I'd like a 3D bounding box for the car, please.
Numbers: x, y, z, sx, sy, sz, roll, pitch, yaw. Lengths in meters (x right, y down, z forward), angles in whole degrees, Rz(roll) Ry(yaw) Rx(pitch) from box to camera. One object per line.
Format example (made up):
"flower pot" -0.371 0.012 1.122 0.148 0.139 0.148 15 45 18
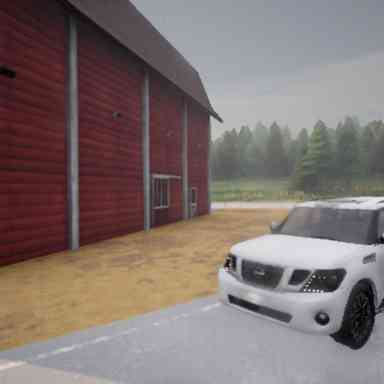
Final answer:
"car" 3.035 1.148 6.573 5.566 2.045 2.150 -1 1 -40
